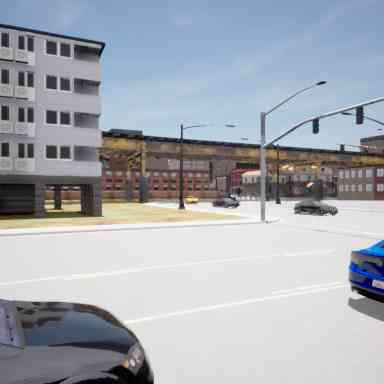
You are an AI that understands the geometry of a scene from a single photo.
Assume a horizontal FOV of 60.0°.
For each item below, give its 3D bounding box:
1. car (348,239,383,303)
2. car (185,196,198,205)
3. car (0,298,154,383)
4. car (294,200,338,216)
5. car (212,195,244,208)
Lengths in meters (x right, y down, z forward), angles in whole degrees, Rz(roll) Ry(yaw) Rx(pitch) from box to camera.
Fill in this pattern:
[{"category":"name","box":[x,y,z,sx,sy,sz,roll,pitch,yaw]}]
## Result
[{"category":"car","box":[5.550,1.478,6.903,5.008,1.535,1.882,0,0,-25]},{"category":"car","box":[-0.086,1.478,60.008,1.882,1.535,5.008,0,0,-8]},{"category":"car","box":[-2.428,1.564,2.750,4.181,1.385,1.994,0,0,-32]},{"category":"car","box":[11.954,1.526,32.431,1.812,1.442,4.674,0,0,-25]},{"category":"car","box":[4.770,1.548,47.414,2.033,1.411,5.357,0,0,-25]}]
